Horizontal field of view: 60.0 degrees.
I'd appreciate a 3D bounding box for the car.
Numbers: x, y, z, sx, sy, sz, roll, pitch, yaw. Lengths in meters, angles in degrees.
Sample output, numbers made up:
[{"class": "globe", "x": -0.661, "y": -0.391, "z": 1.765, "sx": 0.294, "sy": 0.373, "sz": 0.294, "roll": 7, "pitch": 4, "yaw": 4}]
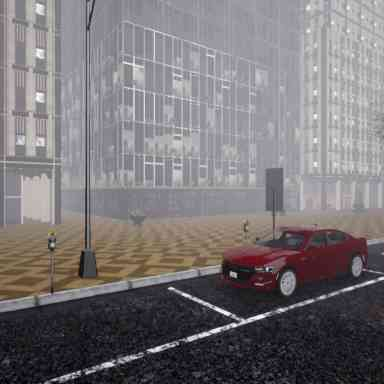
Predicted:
[{"class": "car", "x": 2.724, "y": 1.545, "z": 8.515, "sx": 4.507, "sy": 1.381, "sz": 1.887, "roll": 0, "pitch": 0, "yaw": -36}]
